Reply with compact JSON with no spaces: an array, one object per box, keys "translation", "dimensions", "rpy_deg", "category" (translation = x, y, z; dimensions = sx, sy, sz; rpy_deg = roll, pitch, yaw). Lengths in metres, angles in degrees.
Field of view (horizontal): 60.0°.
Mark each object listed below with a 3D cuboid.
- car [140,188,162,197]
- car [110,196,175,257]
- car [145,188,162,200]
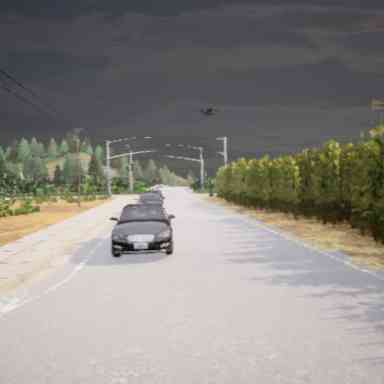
[{"translation":[-2.999,0.768,23.728],"dimensions":[1.837,1.490,4.892],"rpy_deg":[-2,3,-6],"category":"car"},{"translation":[-1.673,1.136,11.552],"dimensions":[2.128,1.511,4.902],"rpy_deg":[-2,2,-6],"category":"car"},{"translation":[-4.922,0.231,42.890],"dimensions":[1.994,1.385,4.181],"rpy_deg":[-1,2,-5],"category":"car"}]
